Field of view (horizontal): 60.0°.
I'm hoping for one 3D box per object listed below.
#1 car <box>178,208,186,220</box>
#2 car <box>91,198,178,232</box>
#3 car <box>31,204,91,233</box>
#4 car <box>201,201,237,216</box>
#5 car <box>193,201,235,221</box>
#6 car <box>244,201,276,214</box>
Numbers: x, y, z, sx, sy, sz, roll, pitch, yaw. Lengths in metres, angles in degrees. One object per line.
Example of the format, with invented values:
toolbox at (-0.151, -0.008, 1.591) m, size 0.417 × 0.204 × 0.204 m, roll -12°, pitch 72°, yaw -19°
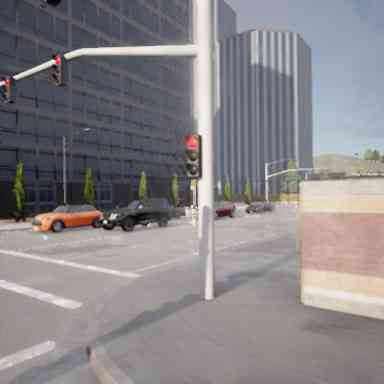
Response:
car at (-2.706, 1.838, 29.819) m, size 2.033 × 1.411 × 5.357 m, roll -1°, pitch 0°, yaw 36°
car at (-3.680, 1.470, 22.473) m, size 2.150 × 2.045 × 5.566 m, roll -1°, pitch 0°, yaw 36°
car at (-8.234, 1.644, 22.125) m, size 2.097 × 1.767 × 4.553 m, roll -1°, pitch 0°, yaw 36°
car at (3.219, 1.795, 38.049) m, size 1.837 × 1.490 × 4.892 m, roll -1°, pitch 0°, yaw 36°
car at (2.050, 1.600, 30.441) m, size 2.097 × 1.767 × 4.553 m, roll -1°, pitch 0°, yaw 36°
car at (8.040, 1.794, 38.750) m, size 2.033 × 1.411 × 5.357 m, roll -1°, pitch 0°, yaw 36°
